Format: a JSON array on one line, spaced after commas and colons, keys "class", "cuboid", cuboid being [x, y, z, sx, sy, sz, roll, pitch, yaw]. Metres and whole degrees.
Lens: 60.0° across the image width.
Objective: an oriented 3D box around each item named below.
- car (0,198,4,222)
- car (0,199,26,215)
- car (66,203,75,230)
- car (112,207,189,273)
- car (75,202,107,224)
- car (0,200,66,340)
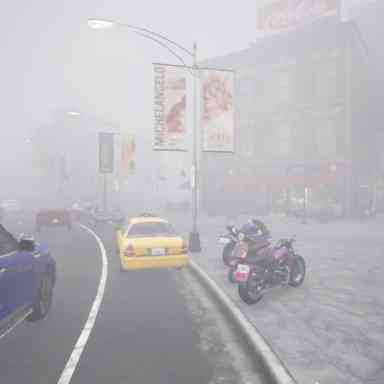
[{"class": "car", "cuboid": [-16.258, 1.337, 26.185, 2.097, 1.767, 4.553, 0, 0, -36]}, {"class": "car", "cuboid": [-18.903, 1.508, 34.383, 1.812, 1.442, 4.674, 0, 0, -45]}, {"class": "car", "cuboid": [-8.772, 1.470, 20.820, 1.882, 1.535, 5.008, 0, 0, -26]}, {"class": "car", "cuboid": [-1.493, 1.456, 10.762, 1.801, 1.575, 5.366, 0, 0, -15]}, {"class": "car", "cuboid": [-9.033, 1.513, 27.542, 2.002, 1.452, 4.674, 0, 0, -35]}, {"class": "car", "cuboid": [-3.467, 1.218, 4.045, 2.150, 2.045, 5.566, 0, 0, -6]}]
